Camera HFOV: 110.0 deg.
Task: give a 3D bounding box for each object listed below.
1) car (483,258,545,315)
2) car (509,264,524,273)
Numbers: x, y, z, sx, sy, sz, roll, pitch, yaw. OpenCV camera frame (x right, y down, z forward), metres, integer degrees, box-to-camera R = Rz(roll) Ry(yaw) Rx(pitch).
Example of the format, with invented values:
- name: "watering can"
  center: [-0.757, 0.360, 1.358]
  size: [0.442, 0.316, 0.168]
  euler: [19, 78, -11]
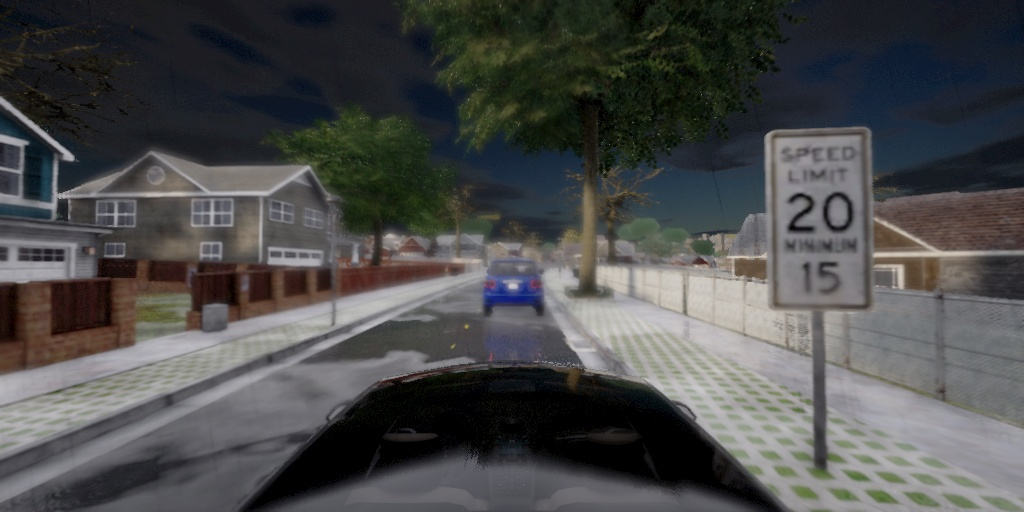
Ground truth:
- name: "car"
  center: [0.129, 1.102, 14.410]
  size: [2.150, 2.045, 5.566]
  euler: [0, 0, 2]
- name: "car"
  center: [0.740, 1.985, 57.666]
  size: [1.895, 1.301, 4.718]
  euler: [0, -1, 8]
